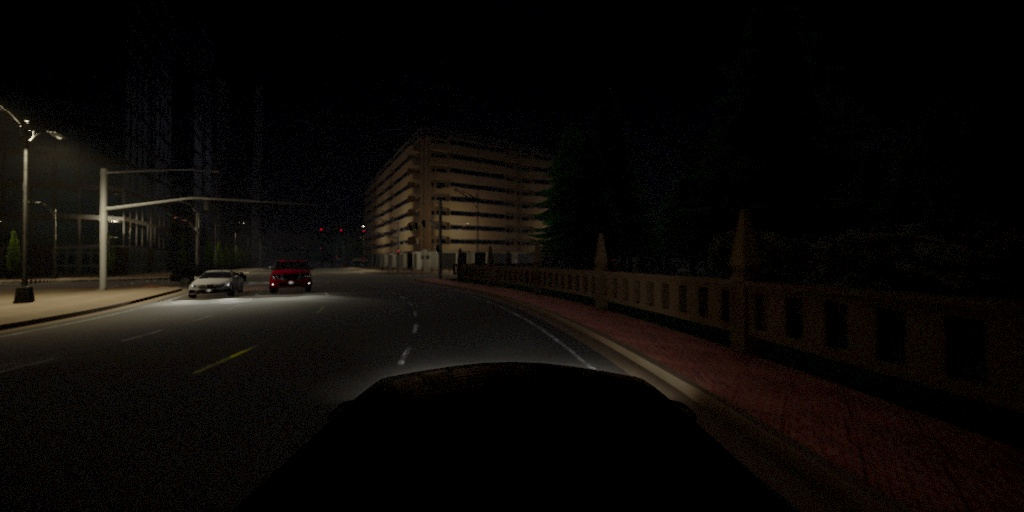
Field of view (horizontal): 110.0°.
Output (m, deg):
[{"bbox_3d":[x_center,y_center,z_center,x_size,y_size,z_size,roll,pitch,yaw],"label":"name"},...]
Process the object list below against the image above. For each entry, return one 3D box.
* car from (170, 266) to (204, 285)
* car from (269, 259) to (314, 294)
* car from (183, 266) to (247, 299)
[{"bbox_3d":[-25.473,1.611,30.311,5.008,1.535,1.882,2,-1,-31],"label":"car"},{"bbox_3d":[-14.261,1.237,23.303,2.150,2.045,5.566,0,-1,-30],"label":"car"},{"bbox_3d":[-16.619,1.512,20.347,1.812,1.442,4.674,0,-1,-29],"label":"car"}]
